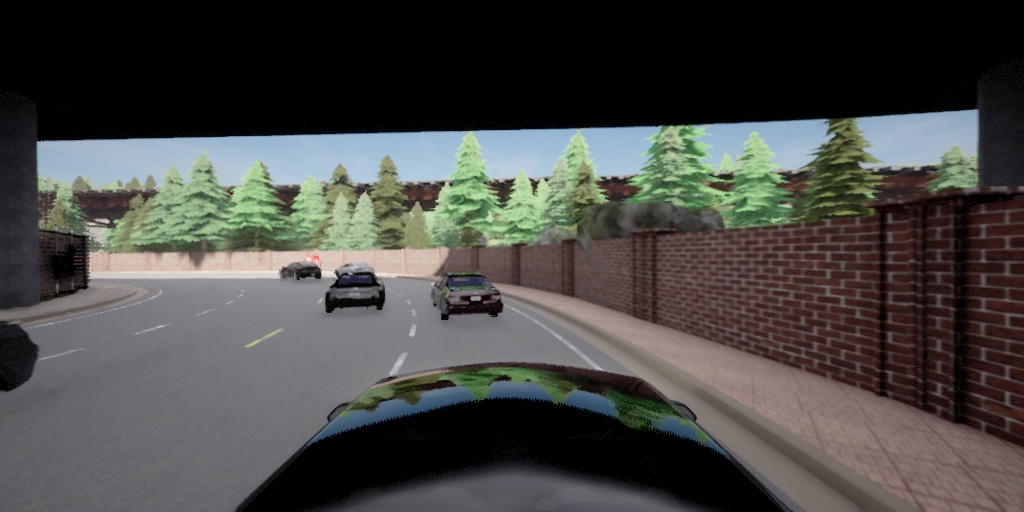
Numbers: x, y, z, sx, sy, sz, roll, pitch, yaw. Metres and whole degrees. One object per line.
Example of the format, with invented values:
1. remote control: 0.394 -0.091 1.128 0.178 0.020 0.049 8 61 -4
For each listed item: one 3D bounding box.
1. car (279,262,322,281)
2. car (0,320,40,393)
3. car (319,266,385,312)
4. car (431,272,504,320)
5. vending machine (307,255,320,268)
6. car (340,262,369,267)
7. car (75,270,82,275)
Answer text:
1. car: -17.520 1.230 29.656 4.892 1.490 1.837 0 0 39
2. car: -7.365 1.299 2.822 1.837 1.490 4.892 0 0 -3
3. car: -6.120 1.291 14.251 1.994 1.385 4.181 0 0 -20
4. car: -1.753 1.253 12.632 2.033 1.411 5.357 0 0 -17
5. vending machine: -23.003 0.897 41.492 0.880 2.100 1.100 0 0 22
6. car: -13.543 1.217 30.878 4.674 1.442 1.812 0 0 43
7. car: -43.418 1.386 34.015 4.892 1.490 1.837 -1 0 5
